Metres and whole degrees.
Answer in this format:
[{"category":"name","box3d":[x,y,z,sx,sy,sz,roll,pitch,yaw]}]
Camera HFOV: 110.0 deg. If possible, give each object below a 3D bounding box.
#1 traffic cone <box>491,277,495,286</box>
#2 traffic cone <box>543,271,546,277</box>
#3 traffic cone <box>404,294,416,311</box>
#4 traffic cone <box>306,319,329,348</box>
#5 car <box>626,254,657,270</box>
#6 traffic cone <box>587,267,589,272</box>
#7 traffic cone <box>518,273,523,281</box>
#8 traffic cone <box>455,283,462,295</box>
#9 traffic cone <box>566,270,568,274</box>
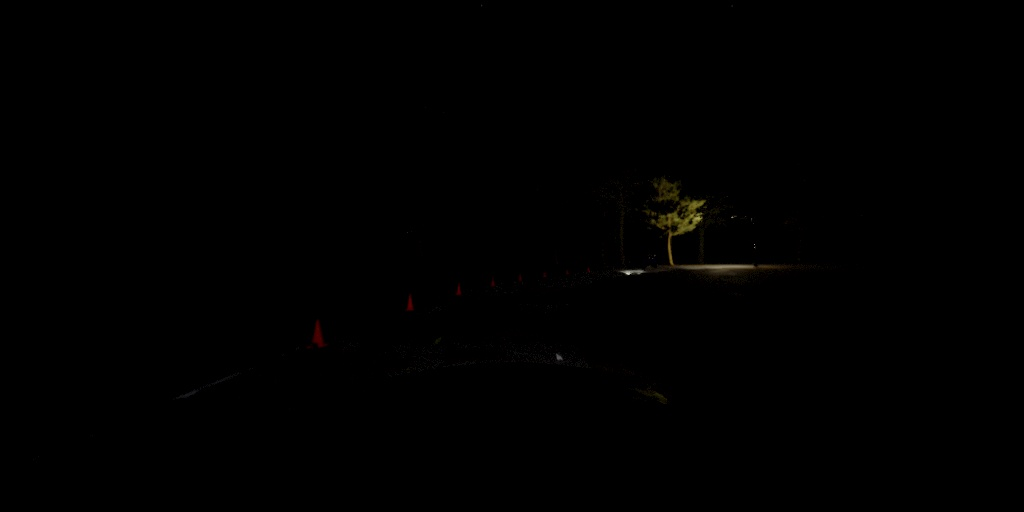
[{"category":"traffic cone","box3d":[-1.236,1.646,23.180,0.340,0.580,0.340,0,0,19]},{"category":"traffic cone","box3d":[2.974,1.623,32.716,0.340,0.580,0.340,0,0,29]},{"category":"traffic cone","box3d":[-3.704,1.673,13.053,0.340,0.580,0.340,0,0,9]},{"category":"traffic cone","box3d":[-4.259,1.688,7.865,0.340,0.580,0.340,0,0,4]},{"category":"car","box3d":[17.307,0.739,47.602,5.566,2.045,2.150,0,1,-45]},{"category":"traffic cone","box3d":[8.796,1.568,41.362,0.340,0.580,0.340,0,0,39]},{"category":"traffic cone","box3d":[0.659,1.634,28.041,0.340,0.580,0.340,0,0,24]},{"category":"traffic cone","box3d":[-2.694,1.659,18.171,0.340,0.580,0.340,0,0,14]},{"category":"traffic cone","box3d":[5.694,1.605,37.167,0.340,0.580,0.340,0,0,34]}]
